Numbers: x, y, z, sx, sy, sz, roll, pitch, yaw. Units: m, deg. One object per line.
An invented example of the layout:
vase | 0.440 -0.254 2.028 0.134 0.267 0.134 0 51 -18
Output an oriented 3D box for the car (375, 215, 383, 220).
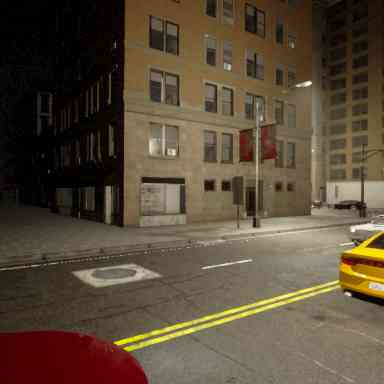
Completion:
car | 8.513 1.602 13.792 4.718 1.301 1.895 0 0 -36

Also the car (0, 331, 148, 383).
car | -2.426 1.526 1.708 4.674 1.442 1.812 0 0 -36

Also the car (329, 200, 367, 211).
car | 18.826 1.597 40.308 1.947 1.339 4.313 0 0 -35

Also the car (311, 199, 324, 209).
car | 15.549 1.582 44.926 2.008 1.369 4.403 0 0 -35

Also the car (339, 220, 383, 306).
car | 5.201 1.478 7.170 5.008 1.535 1.882 0 0 -35
